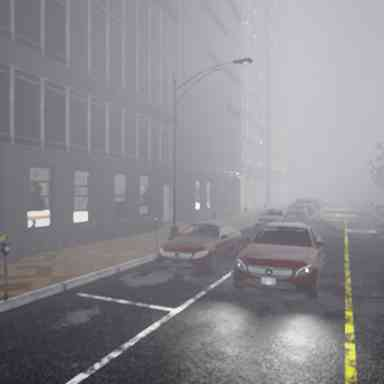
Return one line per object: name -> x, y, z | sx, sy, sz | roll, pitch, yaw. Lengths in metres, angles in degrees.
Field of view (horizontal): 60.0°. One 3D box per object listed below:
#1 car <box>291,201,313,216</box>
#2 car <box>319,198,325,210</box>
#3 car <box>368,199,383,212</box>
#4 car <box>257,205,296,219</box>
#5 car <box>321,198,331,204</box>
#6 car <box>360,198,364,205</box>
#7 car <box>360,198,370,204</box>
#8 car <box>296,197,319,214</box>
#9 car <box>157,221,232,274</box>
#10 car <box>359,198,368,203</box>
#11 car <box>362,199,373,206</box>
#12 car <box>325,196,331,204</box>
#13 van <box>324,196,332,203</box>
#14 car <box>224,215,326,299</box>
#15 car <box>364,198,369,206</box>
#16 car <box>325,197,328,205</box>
car -> 9.989, 1.788, 31.561 | 1.947, 1.339, 4.313 | 0, 0, 25
car -> 17.136, 1.647, 47.087 | 2.192, 1.841, 5.009 | 0, 0, 25
car -> 24.747, 1.893, 43.581 | 2.008, 1.369, 4.403 | 0, 0, 25
car -> 5.224, 1.728, 21.212 | 1.802, 1.307, 4.206 | 0, 0, 25
car -> 31.429, 2.098, 78.136 | 1.947, 1.339, 4.313 | 0, 0, 25
car -> 34.276, 2.031, 64.282 | 2.008, 1.369, 4.403 | 0, 0, 25
car -> 41.423, 2.140, 79.806 | 1.947, 1.339, 4.313 | 0, 0, 25
car -> 12.371, 1.574, 36.737 | 2.192, 1.841, 5.009 | 0, 0, 25
car -> 0.460, 1.649, 10.861 | 1.802, 1.307, 4.206 | 0, 0, 25
car -> 43.806, 2.149, 84.983 | 1.887, 1.381, 4.507 | 0, 0, 25
car -> 36.659, 2.094, 69.457 | 1.802, 1.307, 4.206 | 0, 0, 25
car -> 28.976, 2.026, 72.807 | 1.752, 1.417, 4.829 | 0, 0, 25
van -> 36.194, 1.934, 88.488 | 1.690, 1.788, 3.998 | 0, 0, 25
car -> 2.547, 1.590, 8.953 | 1.812, 1.442, 4.674 | 0, 0, 25
car -> 29.512, 1.964, 53.931 | 2.008, 1.369, 4.403 | 0, 0, 25
car -> 21.900, 1.984, 57.437 | 1.802, 1.307, 4.206 | 0, 0, 25
